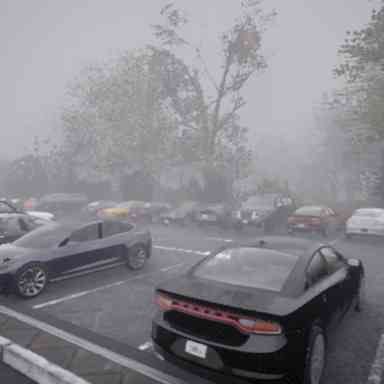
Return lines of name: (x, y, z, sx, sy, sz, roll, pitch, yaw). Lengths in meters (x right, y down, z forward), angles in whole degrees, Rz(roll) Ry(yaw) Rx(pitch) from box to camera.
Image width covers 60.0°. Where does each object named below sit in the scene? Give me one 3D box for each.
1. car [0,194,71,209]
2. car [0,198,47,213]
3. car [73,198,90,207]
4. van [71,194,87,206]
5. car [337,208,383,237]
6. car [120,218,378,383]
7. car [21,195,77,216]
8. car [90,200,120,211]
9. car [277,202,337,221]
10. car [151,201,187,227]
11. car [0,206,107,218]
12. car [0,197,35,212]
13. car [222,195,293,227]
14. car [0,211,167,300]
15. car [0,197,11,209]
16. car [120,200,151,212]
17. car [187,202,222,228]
car: (-7.645, 1.159, 11.954, 2.435, 2.045, 5.566, 0, 0, 35)
car: (-18.325, 1.394, 35.598, 2.002, 1.452, 4.674, 0, 0, 36)
car: (-6.995, 1.423, 27.510, 2.002, 1.452, 4.674, 0, 0, 35)
van: (-11.463, 1.139, 30.840, 1.878, 1.987, 4.442, 0, 0, 36)
car: (8.786, 1.497, 16.275, 2.002, 1.452, 4.674, 0, 0, 35)
car: (1.470, 1.458, 5.424, 2.097, 1.535, 5.008, 0, 0, 35)
car: (-13.813, 1.234, 32.335, 2.185, 1.767, 4.553, 0, 0, 36)
car: (-4.833, 1.389, 25.745, 1.946, 1.575, 5.366, 0, 0, 35)
car: (6.617, 1.444, 17.815, 2.097, 1.535, 5.008, 0, 0, 35)
car: (-0.204, 1.440, 22.641, 2.163, 1.488, 4.792, 0, 0, 35)
car: (-5.378, 1.420, 10.299, 2.231, 1.521, 4.892, 0, 0, 36)
car: (-20.591, 1.356, 37.220, 2.097, 1.535, 5.008, 0, 0, 36)
car: (4.334, 1.179, 19.412, 2.435, 2.045, 5.566, 0, 0, 35)
car: (-3.113, 1.460, 8.657, 2.163, 1.488, 4.792, 0, 0, 35)
car: (-25.127, 1.371, 40.450, 2.097, 1.535, 5.008, 0, 0, 36)
car: (-2.459, 1.401, 24.275, 2.097, 1.535, 5.008, 0, 0, 35)
car: (2.099, 1.449, 21.073, 2.163, 1.488, 4.792, 0, 0, 35)
